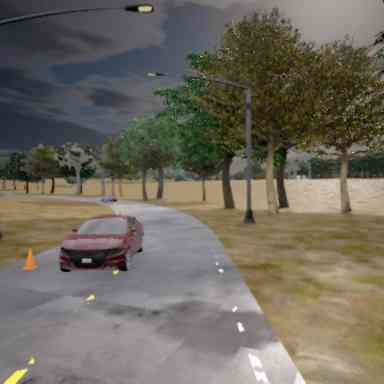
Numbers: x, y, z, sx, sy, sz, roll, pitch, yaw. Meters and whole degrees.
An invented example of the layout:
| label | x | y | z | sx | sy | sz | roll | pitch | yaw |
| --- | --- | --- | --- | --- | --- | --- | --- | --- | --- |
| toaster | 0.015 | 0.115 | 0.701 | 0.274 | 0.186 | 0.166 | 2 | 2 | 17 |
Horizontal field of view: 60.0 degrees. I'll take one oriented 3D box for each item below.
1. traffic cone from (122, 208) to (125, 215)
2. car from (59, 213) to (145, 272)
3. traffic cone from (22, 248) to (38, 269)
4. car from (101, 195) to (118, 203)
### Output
| label | x | y | z | sx | sy | sz | roll | pitch | yaw |
| --- | --- | --- | --- | --- | --- | --- | --- | --- | --- |
| traffic cone | -6.153 | 1.961 | 29.547 | 0.340 | 0.580 | 0.340 | 0 | 0 | -9 |
| car | -2.758 | 1.516 | 11.139 | 1.882 | 1.535 | 5.008 | 0 | 0 | -1 |
| traffic cone | -4.871 | 1.995 | 10.028 | 0.340 | 0.580 | 0.340 | 0 | 0 | 0 |
| car | -15.088 | 1.247 | 60.733 | 1.994 | 1.385 | 4.181 | -1 | 1 | -35 |
